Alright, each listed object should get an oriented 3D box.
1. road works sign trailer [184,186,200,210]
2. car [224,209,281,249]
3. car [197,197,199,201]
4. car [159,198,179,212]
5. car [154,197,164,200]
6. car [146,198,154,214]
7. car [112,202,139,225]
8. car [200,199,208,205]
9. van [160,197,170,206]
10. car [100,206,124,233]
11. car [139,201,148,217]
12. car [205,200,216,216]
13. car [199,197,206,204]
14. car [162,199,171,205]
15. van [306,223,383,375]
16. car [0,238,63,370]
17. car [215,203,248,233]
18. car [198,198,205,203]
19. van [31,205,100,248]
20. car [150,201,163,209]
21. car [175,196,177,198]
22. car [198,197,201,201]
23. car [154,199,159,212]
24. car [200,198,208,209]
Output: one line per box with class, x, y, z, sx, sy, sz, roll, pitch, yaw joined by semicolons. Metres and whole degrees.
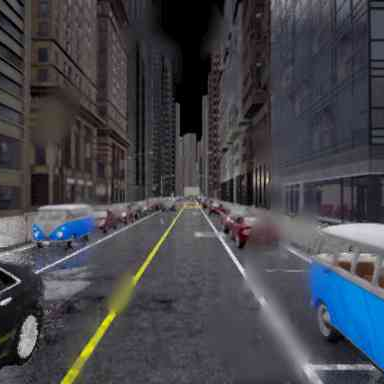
road works sign trailer;-0.015;0.918;49.312;2.380;3.560;2.880;0;-1;0
car;2.761;1.685;15.239;1.887;1.381;4.507;0;-1;0
car;2.743;2.101;71.259;1.967;1.590;4.097;0;-1;0
car;-3.102;1.916;44.946;1.837;1.490;4.892;0;0;0
car;-5.774;1.764;48.838;2.192;1.841;5.009;0;-1;0
car;-5.771;1.786;37.633;1.967;1.590;4.097;0;-1;0
car;-5.767;1.683;26.430;1.967;1.590;4.097;0;-1;0
car;2.741;2.297;76.859;1.802;1.307;4.206;0;-1;0
van;-5.782;2.002;71.243;1.690;1.788;3.998;0;-1;0
car;-5.766;1.774;20.827;1.802;1.307;4.206;0;-1;0
car;-5.770;1.861;32.031;1.947;1.339;4.313;0;-1;0
car;2.754;1.890;37.646;1.887;1.381;4.507;0;-1;0
car;2.746;2.120;60.054;1.947;1.339;4.313;0;-1;0
car;-5.784;2.239;76.672;1.752;1.417;4.829;0;-1;0
van;2.766;1.379;4.036;1.690;1.788;3.998;0;-1;0
car;-3.100;1.534;3.083;1.837;1.490;4.892;0;-1;0
car;2.760;1.632;20.842;1.967;1.590;4.097;0;-1;0
car;2.735;2.408;93.835;1.752;1.417;4.829;0;-1;0
van;-5.763;1.482;15.229;1.690;1.788;3.998;0;-1;0
car;-5.777;2.083;54.436;1.802;1.307;4.206;0;-1;0
car;-5.788;2.266;88.047;1.967;1.590;4.097;0;-1;0
car;2.744;2.158;65.655;2.008;1.369;4.403;0;-1;0
car;-5.773;1.963;43.233;1.947;1.339;4.313;0;-1;0
car;2.748;2.067;54.452;1.947;1.339;4.313;0;-1;0
